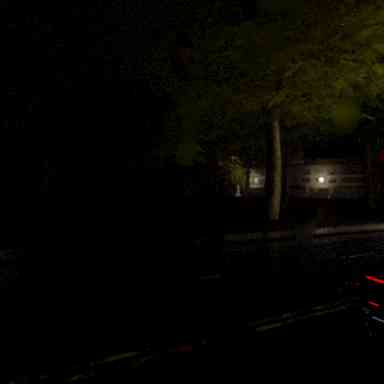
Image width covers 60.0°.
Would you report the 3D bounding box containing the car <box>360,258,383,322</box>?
[{"bbox_3d":[5.125,1.576,6.049,4.892,1.490,1.837,0,0,-30],"label":"car"}]
